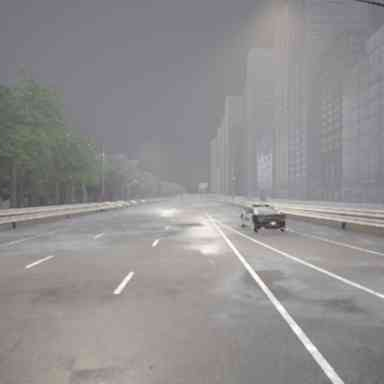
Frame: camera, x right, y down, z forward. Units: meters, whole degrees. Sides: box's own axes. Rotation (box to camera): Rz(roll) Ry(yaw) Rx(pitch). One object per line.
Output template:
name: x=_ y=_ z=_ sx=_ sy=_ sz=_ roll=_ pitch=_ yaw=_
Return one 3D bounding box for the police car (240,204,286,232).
police car: x=4.424 y=1.621 z=21.580 sx=1.930 sy=1.638 sz=5.238 roll=0 pitch=-1 yaw=-5
